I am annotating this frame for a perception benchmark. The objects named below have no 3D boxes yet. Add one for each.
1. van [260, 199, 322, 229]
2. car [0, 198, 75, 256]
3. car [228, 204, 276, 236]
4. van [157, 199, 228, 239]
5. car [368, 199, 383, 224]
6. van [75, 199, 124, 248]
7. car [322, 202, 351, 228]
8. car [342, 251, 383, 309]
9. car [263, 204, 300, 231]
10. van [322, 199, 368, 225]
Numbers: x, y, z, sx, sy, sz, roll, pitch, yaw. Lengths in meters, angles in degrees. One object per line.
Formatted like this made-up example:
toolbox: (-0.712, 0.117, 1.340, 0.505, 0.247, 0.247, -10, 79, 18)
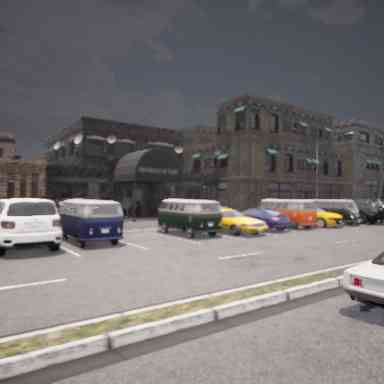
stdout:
van: (6.426, 1.500, 23.348, 1.878, 1.987, 4.442, 1, -1, -36)
car: (-6.982, 1.272, 13.658, 2.435, 2.045, 5.566, 1, 0, -36)
car: (2.113, 1.652, 19.895, 1.946, 1.575, 5.366, 1, -1, -36)
van: (-0.304, 1.394, 18.539, 1.878, 1.987, 4.442, 1, 0, -36)
car: (13.209, 1.585, 28.087, 2.435, 2.045, 5.566, 1, -1, -36)
van: (-4.789, 1.329, 15.334, 1.878, 1.987, 4.442, 1, 0, -36)
car: (8.732, 1.762, 24.860, 2.097, 1.535, 5.008, 1, -1, -36)
car: (5.223, 1.690, 6.859, 4.718, 1.301, 1.895, 1, 0, -36)
car: (4.250, 1.730, 21.647, 2.002, 1.452, 4.674, 1, -1, -36)
van: (11.049, 1.573, 26.365, 1.878, 1.987, 4.442, 1, -1, -36)
